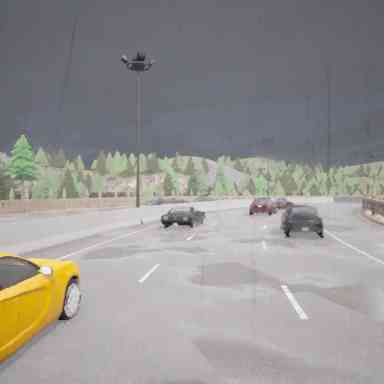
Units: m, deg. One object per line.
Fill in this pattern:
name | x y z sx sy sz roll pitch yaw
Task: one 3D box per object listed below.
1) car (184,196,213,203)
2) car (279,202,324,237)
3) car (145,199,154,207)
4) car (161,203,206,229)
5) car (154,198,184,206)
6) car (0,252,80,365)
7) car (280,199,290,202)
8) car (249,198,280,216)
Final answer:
car | 1.249 1.410 45.590 2.097 1.767 4.553 0 0 29
car | 5.906 1.498 18.095 1.837 1.490 4.892 0 0 13
car | -4.895 1.588 48.913 2.128 1.511 4.902 0 0 29
car | -0.412 1.614 21.839 1.895 1.301 4.718 0 0 14
car | -2.654 1.566 45.650 2.128 1.511 4.902 0 0 27
car | -3.117 1.480 4.307 1.882 1.535 5.008 0 0 3
car | 11.414 1.549 42.299 2.033 1.411 5.357 0 0 31
car | 7.198 1.352 33.272 2.097 1.767 4.553 0 0 22
